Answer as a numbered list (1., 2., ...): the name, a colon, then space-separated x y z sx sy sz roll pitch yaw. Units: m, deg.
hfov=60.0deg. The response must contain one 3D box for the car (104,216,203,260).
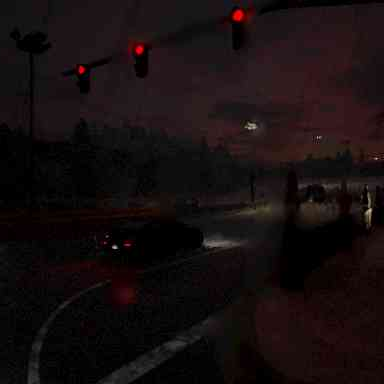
1. car: -1.344 1.664 13.072 1.812 1.442 4.674 -1 -1 32

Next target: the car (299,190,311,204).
1. car: 16.383 0.971 51.170 1.812 1.442 4.674 -1 4 34

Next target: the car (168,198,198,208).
1. car: -1.226 1.842 44.339 2.128 1.511 4.902 -1 1 34

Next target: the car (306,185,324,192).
1. car: 21.910 -0.307 59.277 2.150 2.045 5.566 -1 6 34

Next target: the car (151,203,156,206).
1. car: -6.532 1.966 42.788 1.812 1.442 4.674 -1 0 34

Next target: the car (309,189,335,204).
1. car: 19.316 0.911 49.266 1.837 1.490 4.892 -1 4 34

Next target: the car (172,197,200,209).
1. car: -0.872 1.702 51.024 1.837 1.490 4.892 -1 2 35

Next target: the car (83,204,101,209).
1. car: -11.524 2.011 35.539 1.895 1.301 4.718 -1 -1 35

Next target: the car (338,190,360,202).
1. car: 23.693 0.634 49.466 2.128 1.511 4.902 -1 5 34

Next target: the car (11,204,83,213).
1. car: -12.218 1.833 28.372 2.128 1.511 4.902 -1 -1 35

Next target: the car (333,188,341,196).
1. car: 25.055 -0.045 57.669 1.994 1.385 4.181 -1 6 34

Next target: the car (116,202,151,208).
1. car: -6.958 1.919 35.995 1.812 1.442 4.674 -1 -1 34

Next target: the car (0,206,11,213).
1. car: -16.699 1.884 28.045 1.812 1.442 4.674 -1 -1 36
